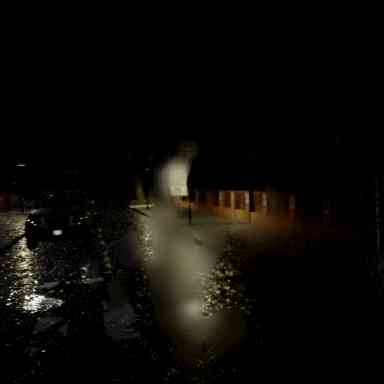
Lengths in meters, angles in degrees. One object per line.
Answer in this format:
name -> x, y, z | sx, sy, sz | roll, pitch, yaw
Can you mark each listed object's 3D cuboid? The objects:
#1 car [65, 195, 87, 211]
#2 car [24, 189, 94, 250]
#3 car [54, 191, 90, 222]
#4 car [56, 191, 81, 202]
car -> -11.369, 0.996, 32.738 | 1.895, 1.301, 4.718 | -2, 1, -19
car -> -5.290, 0.935, 13.651 | 2.150, 2.045, 5.566 | -2, 2, -17
car -> -8.285, 0.893, 23.177 | 2.097, 1.767, 4.553 | -2, 1, -18
car -> -19.720, 0.694, 52.967 | 1.882, 1.535, 5.008 | -2, 1, -44
